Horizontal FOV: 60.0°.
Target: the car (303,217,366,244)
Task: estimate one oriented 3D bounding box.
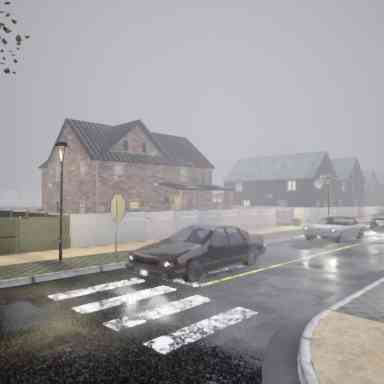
[{"bbox_3d":[8.088,2.070,18.741,1.895,1.301,4.718,-1,-2,44],"label":"car"}]

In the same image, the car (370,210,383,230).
[{"bbox_3d":[15.810,2.217,26.610,2.128,1.511,4.902,-1,-2,44],"label":"car"}]

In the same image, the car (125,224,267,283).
[{"bbox_3d":[0.477,1.770,10.708,2.033,1.411,5.357,0,-2,40],"label":"car"}]
